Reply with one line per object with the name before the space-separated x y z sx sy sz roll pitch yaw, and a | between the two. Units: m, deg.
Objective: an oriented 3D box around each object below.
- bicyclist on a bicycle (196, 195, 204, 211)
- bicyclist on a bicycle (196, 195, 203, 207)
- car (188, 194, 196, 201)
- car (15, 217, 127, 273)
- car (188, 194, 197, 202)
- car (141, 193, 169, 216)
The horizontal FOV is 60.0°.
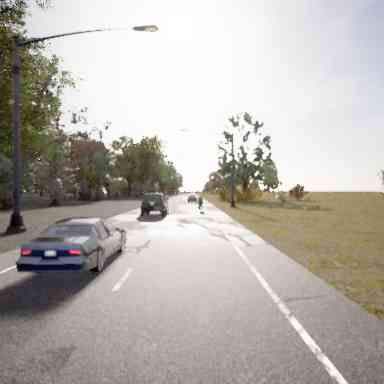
bicyclist on a bicycle | 0.972 1.323 35.507 0.582 1.620 1.656 0 0 0
bicyclist on a bicycle | 0.990 1.271 45.432 0.866 1.612 1.509 0 0 0
car | 0.019 1.218 77.883 1.837 1.490 4.892 0 0 0
car | -3.405 1.509 10.479 2.033 1.411 5.357 0 0 0
car | 0.047 1.300 67.957 2.033 1.411 5.357 0 0 1
car | -3.394 1.108 30.942 2.150 2.045 5.566 0 0 0
